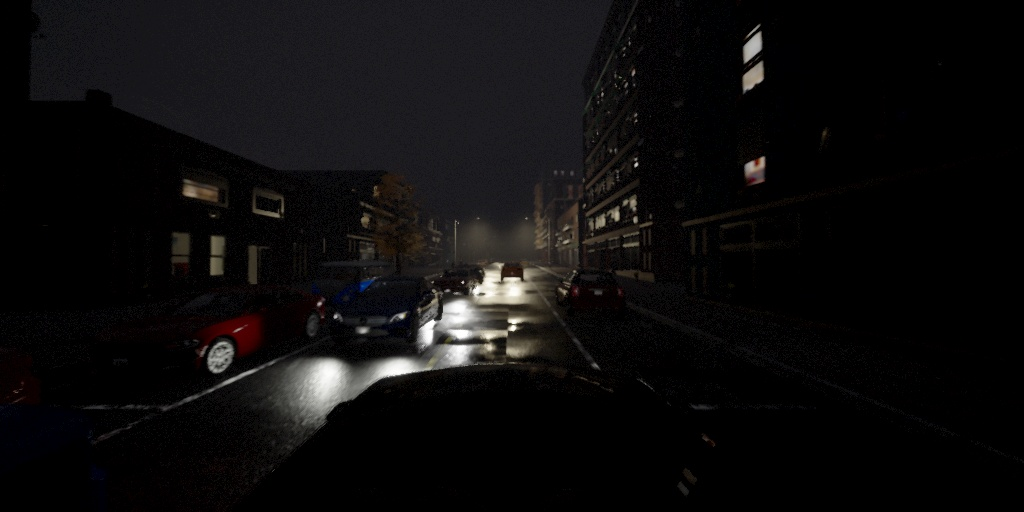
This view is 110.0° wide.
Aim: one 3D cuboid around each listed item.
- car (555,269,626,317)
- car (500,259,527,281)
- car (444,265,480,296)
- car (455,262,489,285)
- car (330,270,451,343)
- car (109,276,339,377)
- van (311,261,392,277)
[{"bbox_3d":[2.697,1.186,13.185,1.967,1.591,4.097,0,0,0],"label":"car"},{"bbox_3d":[0.025,1.218,30.450,1.882,1.535,5.008,0,0,0],"label":"car"},{"bbox_3d":[-3.069,1.345,19.398,1.895,1.301,4.718,0,0,0],"label":"car"},{"bbox_3d":[-2.989,1.322,25.815,1.994,1.385,4.181,0,0,0],"label":"car"},{"bbox_3d":[-3.080,1.273,9.766,1.812,1.442,4.674,0,0,0],"label":"car"},{"bbox_3d":[-5.687,1.293,7.440,1.888,1.381,4.507,0,0,0],"label":"car"},{"bbox_3d":[-5.684,1.087,13.128,1.690,1.789,3.998,0,0,0],"label":"van"}]
